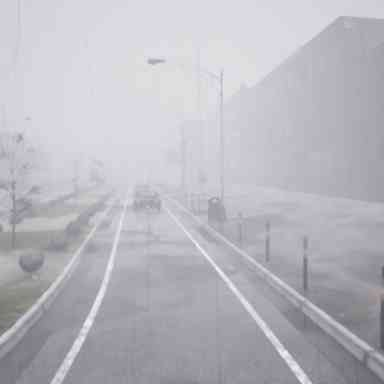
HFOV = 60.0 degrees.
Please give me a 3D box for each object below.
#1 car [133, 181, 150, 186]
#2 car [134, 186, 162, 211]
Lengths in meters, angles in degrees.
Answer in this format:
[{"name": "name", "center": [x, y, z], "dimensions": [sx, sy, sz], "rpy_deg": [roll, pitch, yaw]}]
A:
[{"name": "car", "center": [-6.238, -0.636, 41.263], "dimensions": [1.882, 1.535, 5.008], "rpy_deg": [-1, 4, -10]}, {"name": "car", "center": [-3.344, 0.550, 24.556], "dimensions": [1.895, 1.301, 4.718], "rpy_deg": [-1, 4, -9]}]
